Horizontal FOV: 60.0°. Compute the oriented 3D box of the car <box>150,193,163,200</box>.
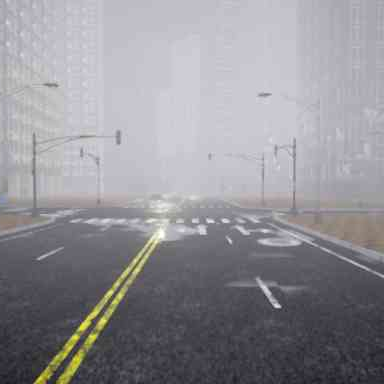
[{"bbox_3d":[-6.499,0.824,61.052,1.994,1.385,4.181,0,1,0],"label":"car"}]

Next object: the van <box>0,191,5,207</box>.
[{"bbox_3d":[-22.651,0.787,36.354,3.998,1.788,1.690,0,1,1],"label":"van"}]
